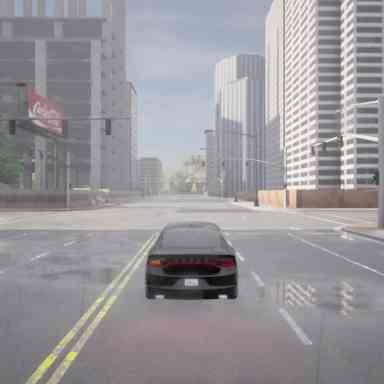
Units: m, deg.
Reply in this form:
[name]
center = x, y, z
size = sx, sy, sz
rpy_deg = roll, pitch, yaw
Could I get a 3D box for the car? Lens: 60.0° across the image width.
[car]
center = -0.003, 1.478, 8.464
size = 1.882, 1.535, 5.008
rpy_deg = 0, 0, 0
